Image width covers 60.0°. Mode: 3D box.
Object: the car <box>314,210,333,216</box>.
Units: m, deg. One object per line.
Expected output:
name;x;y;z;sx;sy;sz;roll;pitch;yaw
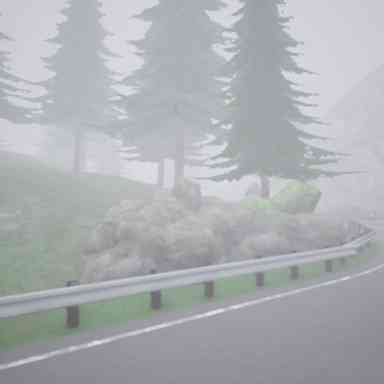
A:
car;9.385;1.816;29.673;2.033;1.411;5.357;1;0;-33

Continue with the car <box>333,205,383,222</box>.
car;14.021;1.854;29.221;2.033;1.411;5.357;1;0;-24
